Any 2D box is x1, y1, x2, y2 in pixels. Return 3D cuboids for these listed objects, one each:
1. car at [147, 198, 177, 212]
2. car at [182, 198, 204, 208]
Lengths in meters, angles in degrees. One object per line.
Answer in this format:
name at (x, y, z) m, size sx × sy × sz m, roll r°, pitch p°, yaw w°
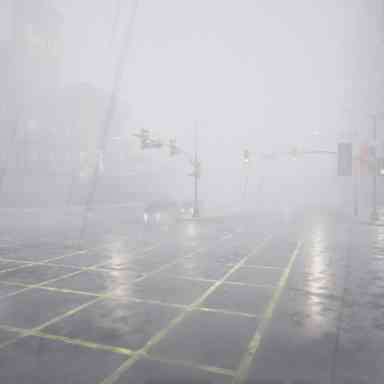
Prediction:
car at (-3.479, 1.477, 38.998) m, size 1.882 × 1.535 × 5.008 m, roll 0°, pitch 0°, yaw 23°
car at (0.158, 1.600, 48.543) m, size 1.895 × 1.301 × 4.718 m, roll 0°, pitch 0°, yaw 21°
